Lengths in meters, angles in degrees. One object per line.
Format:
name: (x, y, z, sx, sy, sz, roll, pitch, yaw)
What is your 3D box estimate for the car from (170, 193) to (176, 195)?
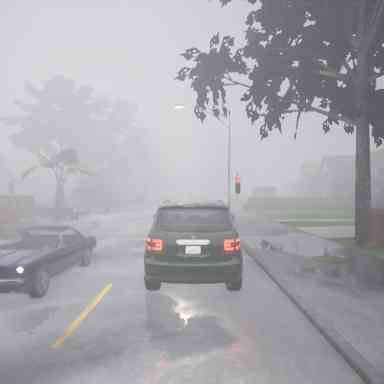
car: (-4.036, 1.352, 52.410, 2.097, 1.767, 4.553, 0, 0, 0)

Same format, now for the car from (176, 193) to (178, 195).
car: (-3.992, 1.491, 62.812, 2.128, 1.511, 4.902, 0, 0, 0)

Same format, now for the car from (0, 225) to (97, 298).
car: (-4.049, 1.601, 8.630, 1.895, 1.301, 4.718, 0, 0, 1)

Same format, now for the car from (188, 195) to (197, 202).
car: (0.083, 1.500, 75.117, 1.837, 1.490, 4.892, 0, 0, 0)

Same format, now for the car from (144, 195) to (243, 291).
car: (0.047, 1.221, 9.170, 2.150, 2.045, 5.566, 0, 0, 1)

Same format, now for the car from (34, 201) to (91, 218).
car: (-11.240, 1.525, 28.999, 4.674, 1.442, 1.812, 0, 0, -2)

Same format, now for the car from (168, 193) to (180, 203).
car: (-3.922, 1.225, 73.325, 2.150, 2.045, 5.566, 0, 0, 0)

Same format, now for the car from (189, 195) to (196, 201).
car: (0.094, 1.478, 88.123, 1.882, 1.535, 5.008, 0, 0, 0)
